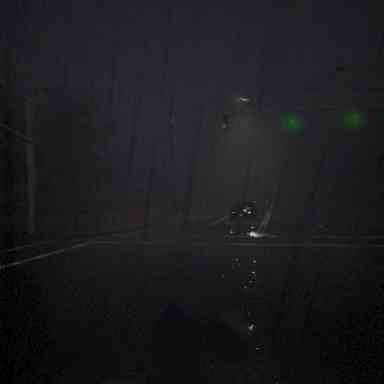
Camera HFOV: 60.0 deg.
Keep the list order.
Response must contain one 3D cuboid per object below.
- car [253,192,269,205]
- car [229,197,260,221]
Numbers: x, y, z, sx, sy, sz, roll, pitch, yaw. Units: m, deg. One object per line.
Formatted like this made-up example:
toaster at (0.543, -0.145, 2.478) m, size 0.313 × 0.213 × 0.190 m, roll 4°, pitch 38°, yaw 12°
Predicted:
car at (11.158, 1.039, 53.475) m, size 2.150 × 2.045 × 5.566 m, roll -1°, pitch 0°, yaw 15°
car at (4.241, 1.472, 27.127) m, size 1.837 × 1.490 × 4.892 m, roll -1°, pitch 0°, yaw 15°
